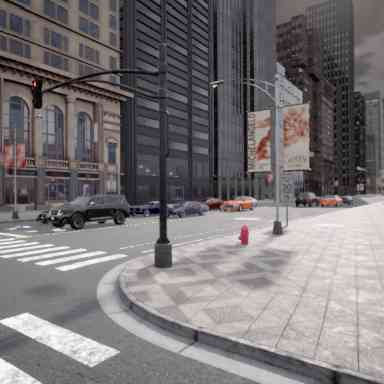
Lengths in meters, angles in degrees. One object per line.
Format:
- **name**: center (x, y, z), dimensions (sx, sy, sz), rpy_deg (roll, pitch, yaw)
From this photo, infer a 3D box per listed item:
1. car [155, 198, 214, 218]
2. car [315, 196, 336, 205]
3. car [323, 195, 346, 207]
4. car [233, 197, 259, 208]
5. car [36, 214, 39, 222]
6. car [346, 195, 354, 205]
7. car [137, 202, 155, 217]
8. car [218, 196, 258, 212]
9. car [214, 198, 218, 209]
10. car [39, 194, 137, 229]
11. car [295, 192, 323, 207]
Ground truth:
- **car**: center (-0.558, 1.484, 29.938), dimensions (2.033, 1.411, 5.357), rpy_deg (-1, 0, 35)
- **car**: center (22.869, 1.396, 56.918), dimensions (2.033, 1.411, 5.357), rpy_deg (-1, 0, 35)
- **car**: center (19.914, 1.187, 47.162), dimensions (2.097, 1.767, 4.553), rpy_deg (-1, 0, 36)
- **car**: center (7.700, 1.444, 47.075), dimensions (1.812, 1.442, 4.674), rpy_deg (-1, 0, 36)
- **car**: center (-8.859, 1.549, 23.876), dimensions (1.994, 1.385, 4.181), rpy_deg (-1, 0, 35)
- **car**: center (25.299, 1.330, 54.727), dimensions (1.837, 1.490, 4.892), rpy_deg (-1, 0, 35)
- **car**: center (-3.786, 1.564, 31.008), dimensions (1.895, 1.301, 4.718), rpy_deg (-1, 0, 35)
- **car**: center (5.359, 1.264, 38.211), dimensions (2.097, 1.767, 4.553), rpy_deg (-1, 0, 36)
- **car**: center (1.929, 1.417, 39.028), dimensions (1.882, 1.535, 5.008), rpy_deg (-1, 0, 36)
- **car**: center (-6.503, 1.185, 21.587), dimensions (2.150, 2.045, 5.566), rpy_deg (-1, 0, 35)
- **car**: center (16.776, 1.081, 48.362), dimensions (2.150, 2.045, 5.566), rpy_deg (-1, 0, 36)
